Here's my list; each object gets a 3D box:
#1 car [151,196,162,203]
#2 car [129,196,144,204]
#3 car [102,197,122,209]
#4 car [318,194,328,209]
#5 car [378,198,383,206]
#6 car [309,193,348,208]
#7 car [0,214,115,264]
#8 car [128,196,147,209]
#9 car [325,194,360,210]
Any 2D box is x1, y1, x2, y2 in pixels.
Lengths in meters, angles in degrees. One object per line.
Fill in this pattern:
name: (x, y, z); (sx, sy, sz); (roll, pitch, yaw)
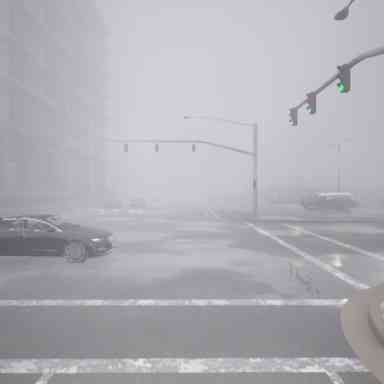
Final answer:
car: (-7.183, 1.536, 68.501); (2.033, 1.411, 5.357); (0, 0, 0)
car: (-10.708, 1.536, 64.675); (2.033, 1.411, 5.357); (0, 0, 1)
car: (-10.820, 1.470, 45.241); (1.882, 1.535, 5.008); (0, 0, 0)
car: (21.598, 1.411, 50.090); (3.905, 1.438, 1.784); (0, 0, 0)
car: (36.773, 1.409, 61.084); (3.905, 1.438, 1.784); (0, 0, 0)
car: (21.572, 1.200, 52.774); (4.605, 1.855, 1.932); (0, 0, 0)
car: (-5.133, 1.519, 11.309); (4.902, 1.511, 2.128); (0, 0, 0)
car: (-7.323, 1.539, 45.189); (2.033, 1.411, 5.357); (0, 0, 0)
car: (21.571, 1.443, 47.195); (3.806, 1.475, 1.970); (0, 0, 0)
